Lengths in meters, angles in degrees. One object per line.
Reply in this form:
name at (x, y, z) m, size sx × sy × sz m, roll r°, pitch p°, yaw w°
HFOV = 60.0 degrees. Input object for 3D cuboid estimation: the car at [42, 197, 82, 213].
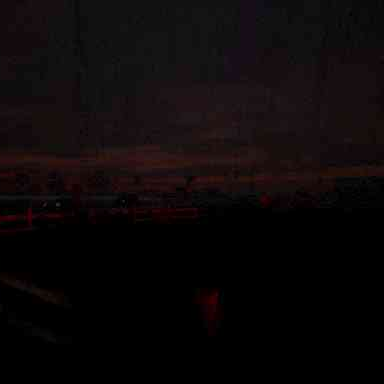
car at (-14.077, 1.351, 36.244) m, size 2.097 × 1.767 × 4.553 m, roll 0°, pitch -1°, yaw 15°

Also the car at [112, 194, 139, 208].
car at (-9.994, 1.387, 50.621) m, size 2.150 × 2.045 × 5.566 m, roll 0°, pitch -1°, yaw 17°
